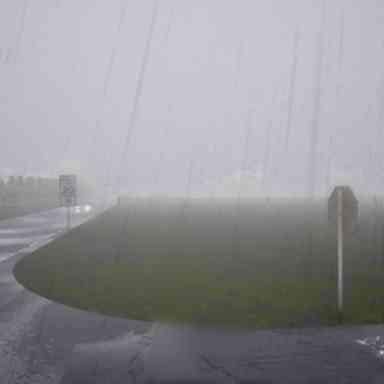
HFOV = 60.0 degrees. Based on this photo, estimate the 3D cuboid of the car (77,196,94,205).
[{"bbox_3d":[-16.175,1.320,50.454,1.895,1.301,4.718,-1,0,-8],"label":"car"}]
